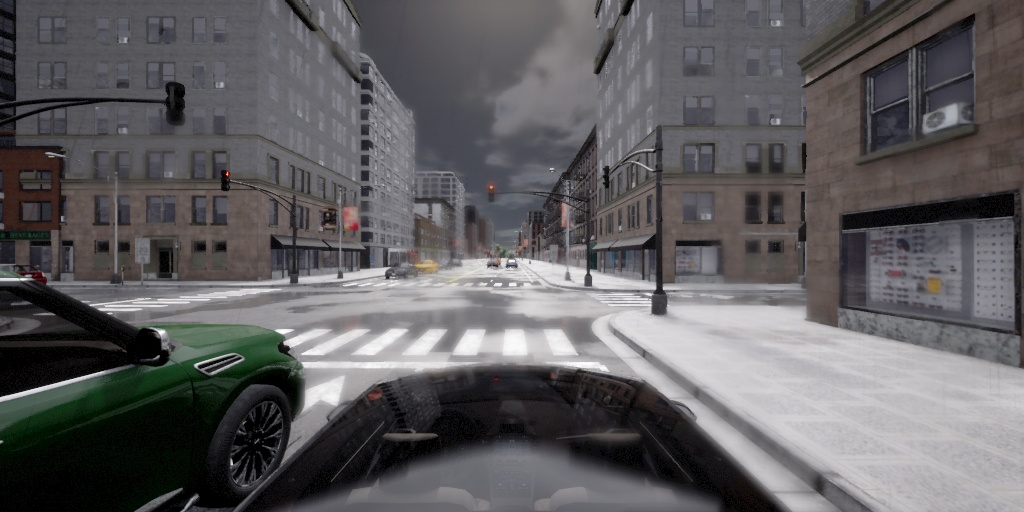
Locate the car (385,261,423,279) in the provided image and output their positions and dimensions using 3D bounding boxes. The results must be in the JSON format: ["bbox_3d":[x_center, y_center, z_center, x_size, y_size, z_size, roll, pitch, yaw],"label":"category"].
[{"bbox_3d":[-9.865,1.283,32.444,1.812,1.442,4.674,0,0,2],"label":"car"}]

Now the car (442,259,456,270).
[{"bbox_3d":[-9.873,1.250,51.452,2.128,1.511,4.902,0,0,0],"label":"car"}]

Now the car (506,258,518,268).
[{"bbox_3d":[-0.039,1.320,61.862,1.994,1.385,4.181,0,0,0],"label":"car"}]

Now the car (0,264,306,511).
[{"bbox_3d":[-3.148,0.971,1.230,2.150,2.045,5.566,0,0,0],"label":"car"}]

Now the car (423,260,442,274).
[{"bbox_3d":[-9.869,1.236,41.640,1.882,1.535,5.008,0,0,0],"label":"car"}]

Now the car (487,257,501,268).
[{"bbox_3d":[-3.289,1.357,61.890,1.895,1.301,4.718,0,0,0],"label":"car"}]

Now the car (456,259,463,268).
[{"bbox_3d":[-9.830,1.282,63.065,1.812,1.442,4.674,0,1,0],"label":"car"}]
